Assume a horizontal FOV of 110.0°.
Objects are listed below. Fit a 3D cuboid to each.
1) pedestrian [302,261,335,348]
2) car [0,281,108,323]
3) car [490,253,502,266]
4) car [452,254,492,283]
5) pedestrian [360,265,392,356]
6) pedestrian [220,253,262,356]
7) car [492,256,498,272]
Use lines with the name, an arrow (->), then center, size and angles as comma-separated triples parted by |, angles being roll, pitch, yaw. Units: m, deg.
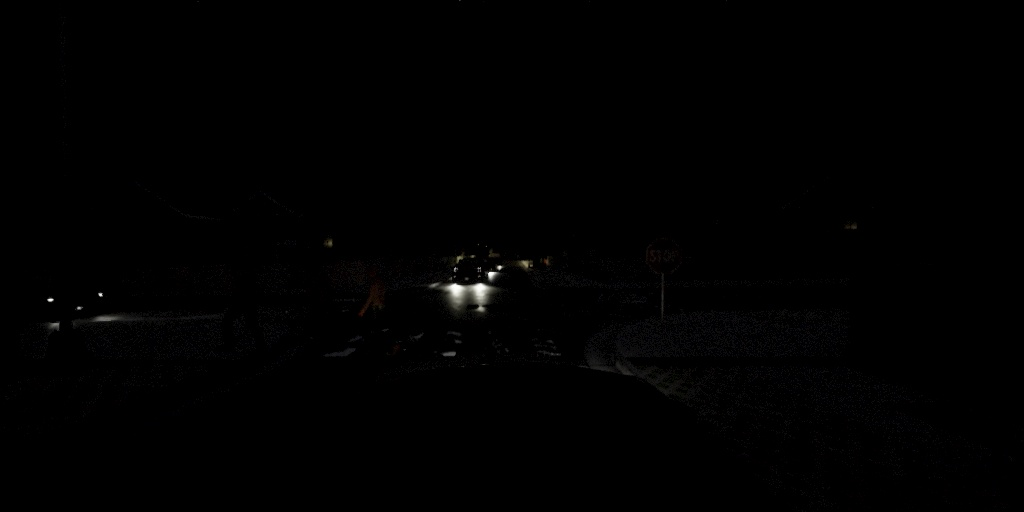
pedestrian -> -4.081, 0.997, 7.589 | 0.375, 1.860, 0.375 | 0, 1, 0
car -> -17.253, 1.540, 12.441 | 4.718, 1.301, 1.895 | -1, 1, 0
car -> -2.769, 0.518, 58.060 | 2.150, 2.045, 5.566 | 0, 0, 0
car -> -2.905, 0.911, 25.784 | 2.097, 1.767, 4.553 | 0, 0, 2
pedestrian -> -2.641, 1.002, 6.984 | 0.375, 1.860, 0.375 | 0, 1, 0
pedestrian -> -4.830, 0.854, 6.390 | 0.375, 1.860, 0.375 | 0, 1, 0
car -> -2.835, 1.016, 38.760 | 1.994, 1.385, 4.181 | 0, 1, 0
